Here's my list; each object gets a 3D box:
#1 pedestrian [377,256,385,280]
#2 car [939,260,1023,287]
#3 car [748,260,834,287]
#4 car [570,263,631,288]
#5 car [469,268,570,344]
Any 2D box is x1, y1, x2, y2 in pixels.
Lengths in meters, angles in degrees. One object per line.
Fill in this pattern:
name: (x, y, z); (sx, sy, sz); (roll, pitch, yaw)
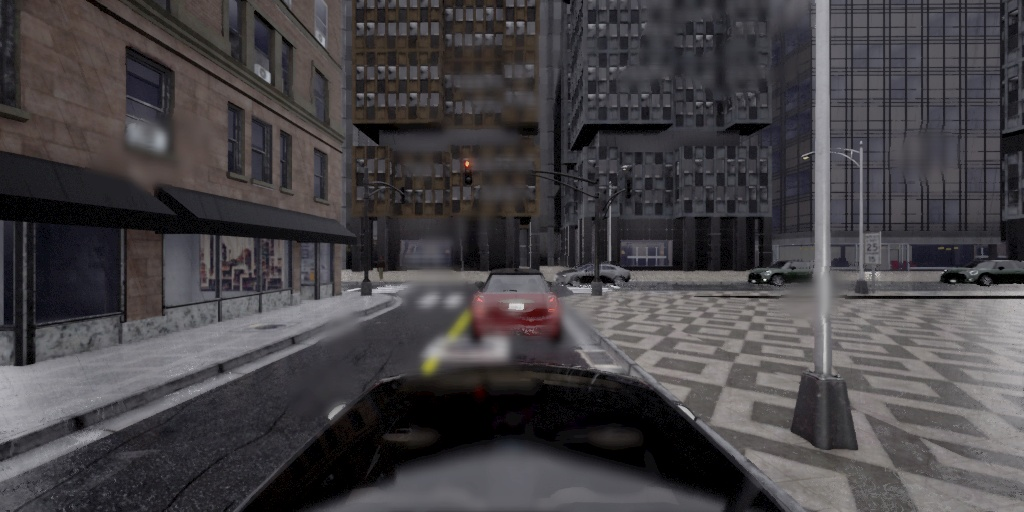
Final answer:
pedestrian: (-9.832, 0.903, 26.936); (0.375, 1.860, 0.375); (0, 0, 1)
car: (31.113, 1.058, 23.437); (4.553, 1.767, 2.097); (0, 0, 1)
car: (18.178, 1.073, 23.586); (4.553, 1.767, 2.097); (0, 0, 1)
car: (5.192, 1.232, 23.145); (4.902, 1.511, 2.128); (0, 0, -10)
car: (0.071, 1.102, 9.751); (2.097, 1.767, 4.553); (0, 0, -1)
